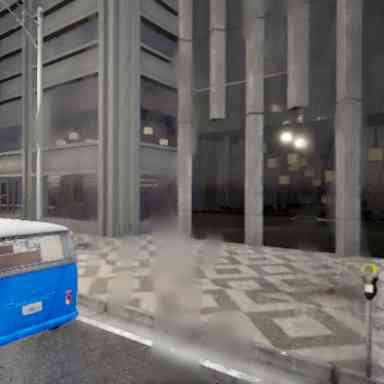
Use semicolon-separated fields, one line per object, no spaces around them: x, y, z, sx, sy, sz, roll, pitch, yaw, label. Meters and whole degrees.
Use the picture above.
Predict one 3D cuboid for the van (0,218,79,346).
-3.651;1.325;5.556;3.998;1.788;1.690;0;0;35;van
